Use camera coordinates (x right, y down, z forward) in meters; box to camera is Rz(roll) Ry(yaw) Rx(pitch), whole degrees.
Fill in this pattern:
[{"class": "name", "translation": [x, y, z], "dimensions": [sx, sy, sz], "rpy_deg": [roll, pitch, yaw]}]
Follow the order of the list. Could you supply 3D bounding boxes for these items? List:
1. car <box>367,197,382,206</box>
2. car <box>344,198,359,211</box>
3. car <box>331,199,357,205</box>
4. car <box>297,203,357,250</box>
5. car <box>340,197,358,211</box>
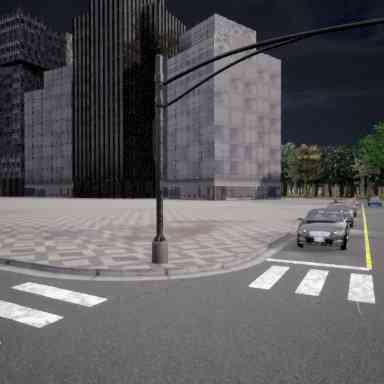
[{"class": "car", "translation": [28.510, 1.474, 52.058], "dimensions": [2.033, 1.411, 5.357], "rpy_deg": [0, 0, 25]}, {"class": "car", "translation": [14.324, 1.442, 31.033], "dimensions": [1.882, 1.535, 5.008], "rpy_deg": [0, 0, 27]}, {"class": "car", "translation": [9.996, 1.480, 22.631], "dimensions": [1.837, 1.490, 4.892], "rpy_deg": [0, 0, 27]}, {"class": "car", "translation": [5.799, 1.475, 14.427], "dimensions": [2.128, 1.511, 4.902], "rpy_deg": [0, 0, 27]}, {"class": "car", "translation": [19.019, 1.454, 40.198], "dimensions": [1.837, 1.490, 4.892], "rpy_deg": [0, 0, 27]}]
